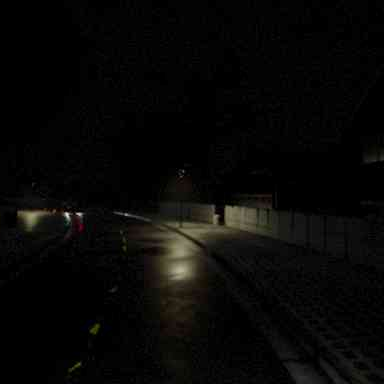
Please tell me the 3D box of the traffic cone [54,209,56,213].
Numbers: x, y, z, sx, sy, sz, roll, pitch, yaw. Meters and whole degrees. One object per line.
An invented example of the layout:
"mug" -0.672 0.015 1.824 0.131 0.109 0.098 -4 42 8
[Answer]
"traffic cone" -17.891 2.383 43.372 0.340 0.580 0.340 0 -1 -35

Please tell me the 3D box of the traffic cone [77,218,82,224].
"traffic cone" -7.295 2.176 21.686 0.340 0.580 0.340 0 -1 -17

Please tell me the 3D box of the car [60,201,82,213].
"car" -16.103 1.956 44.048 1.812 1.442 4.674 0 -1 -35

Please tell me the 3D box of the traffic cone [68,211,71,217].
"traffic cone" -12.849 2.303 35.100 0.340 0.580 0.340 0 -1 -28
